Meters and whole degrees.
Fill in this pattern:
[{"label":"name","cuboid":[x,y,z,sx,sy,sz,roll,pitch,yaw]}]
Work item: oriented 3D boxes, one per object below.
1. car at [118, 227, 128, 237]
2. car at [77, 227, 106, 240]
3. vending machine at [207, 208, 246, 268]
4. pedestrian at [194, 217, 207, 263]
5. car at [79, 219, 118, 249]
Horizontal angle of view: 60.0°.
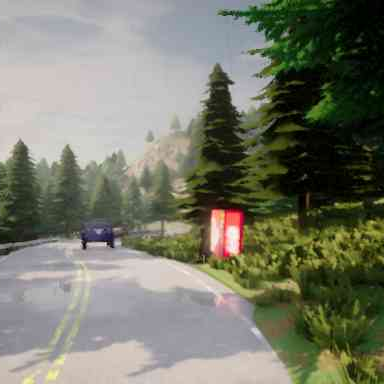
[{"label":"car","cuboid":[-8.926,5.068,40.985,1.812,1.442,4.674,0,-6,1]},{"label":"car","cuboid":[-12.341,5.072,41.036,1.837,1.490,4.892,-1,-6,3]},{"label":"vending machine","cuboid":[1.276,1.654,12.303,1.100,2.100,0.880,3,-2,-18]},{"label":"pedestrian","cuboid":[0.389,1.914,13.431,0.375,1.860,0.375,-3,0,-20]},{"label":"car","cuboid":[-7.031,3.077,24.842,2.150,2.045,5.566,0,-6,-17]}]
